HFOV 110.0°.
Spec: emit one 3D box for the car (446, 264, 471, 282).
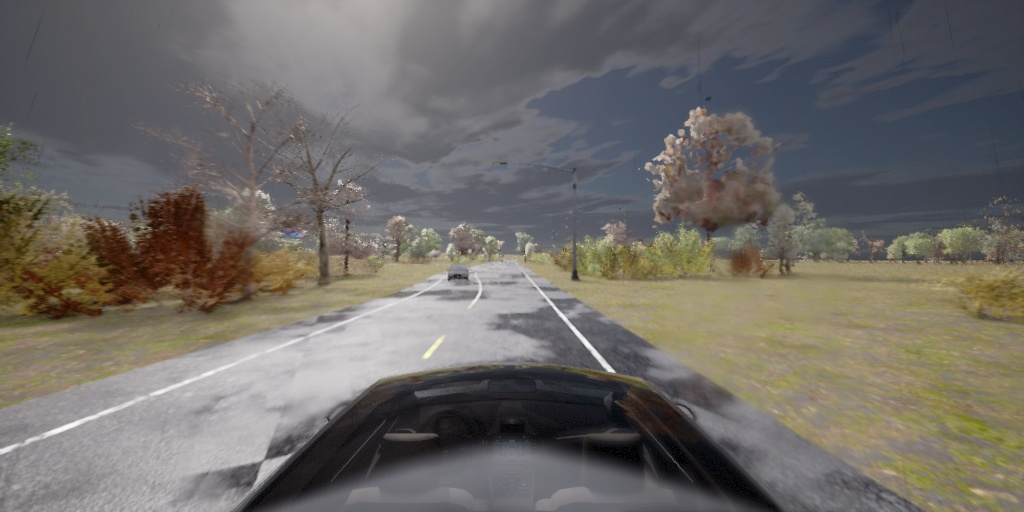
[{"bbox_3d":[-4.863,1.507,32.793,1.837,1.490,4.892,0,0,-7],"label":"car"}]
